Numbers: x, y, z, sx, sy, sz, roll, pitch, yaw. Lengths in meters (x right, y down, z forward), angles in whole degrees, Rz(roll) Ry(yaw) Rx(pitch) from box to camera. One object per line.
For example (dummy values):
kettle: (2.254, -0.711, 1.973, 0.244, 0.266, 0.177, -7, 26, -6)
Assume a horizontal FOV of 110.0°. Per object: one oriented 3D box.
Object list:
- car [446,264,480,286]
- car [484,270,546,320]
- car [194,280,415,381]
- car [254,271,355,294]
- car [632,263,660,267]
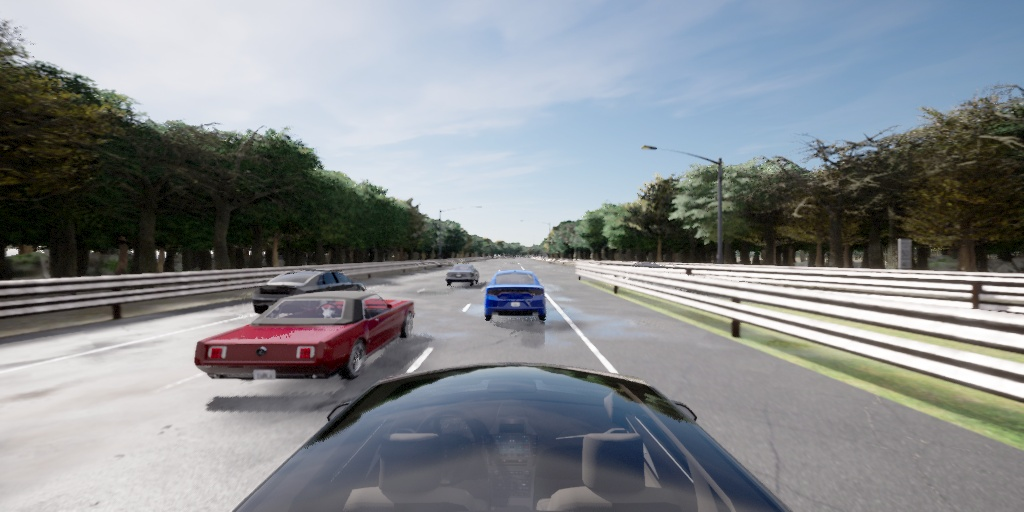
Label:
car: (-3.404, 1.292, 25.365, 2.033, 1.411, 5.357, 0, 0, 0)
car: (0.097, 1.225, 12.688, 1.882, 1.535, 5.008, 0, 0, 0)
car: (-3.399, 1.350, 7.157, 1.895, 1.301, 4.718, 0, 0, 0)
car: (-6.903, 1.252, 12.802, 1.837, 1.490, 4.892, 0, 0, 0)
car: (11.504, 1.341, 31.766, 1.837, 1.490, 4.892, 0, 0, -13)
